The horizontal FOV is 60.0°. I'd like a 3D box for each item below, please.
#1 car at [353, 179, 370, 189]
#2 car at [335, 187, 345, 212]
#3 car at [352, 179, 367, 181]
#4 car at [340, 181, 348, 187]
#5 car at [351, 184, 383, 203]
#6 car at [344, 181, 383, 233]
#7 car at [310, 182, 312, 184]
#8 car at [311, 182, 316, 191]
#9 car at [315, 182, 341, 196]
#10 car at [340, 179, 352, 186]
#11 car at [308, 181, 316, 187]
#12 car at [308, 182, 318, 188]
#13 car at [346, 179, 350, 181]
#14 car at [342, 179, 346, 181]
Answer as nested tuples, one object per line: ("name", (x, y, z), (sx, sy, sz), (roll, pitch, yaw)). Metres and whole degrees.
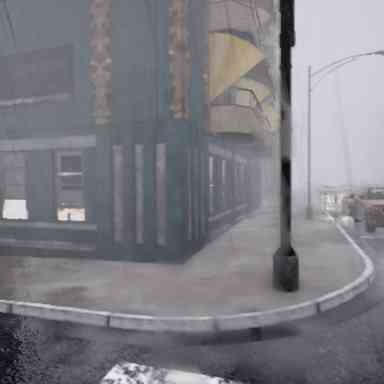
("car", (32.886, -1.560, 64.590), (2.192, 1.841, 5.009), (1, 3, 18))
("car", (9.808, 0.619, 19.390), (1.887, 1.381, 4.507), (1, 3, 18))
("car", (25.330, -0.728, 49.658), (1.837, 1.490, 4.892), (0, 2, 18))
("car", (20.767, -0.425, 45.173), (2.033, 1.411, 5.357), (0, 2, 18))
("car", (16.018, 0.092, 30.206), (2.128, 1.511, 4.902), (0, 2, 18))
("car", (8.132, 0.607, 14.072), (2.192, 1.841, 5.009), (1, 3, 18))
("car", (26.584, -1.562, 72.470), (1.887, 1.381, 4.507), (1, 3, 18))
("car", (19.873, -0.669, 51.239), (1.947, 1.339, 4.313), (1, 3, 18))
("car", (16.519, -0.233, 40.623), (1.947, 1.339, 4.313), (1, 3, 18))
("car", (39.596, -2.430, 85.822), (2.192, 1.841, 5.009), (1, 3, 18))
("car", (29.939, -1.960, 83.088), (1.802, 1.307, 4.206), (1, 3, 18))
("car", (28.261, -1.742, 77.779), (1.802, 1.307, 4.206), (1, 3, 18))
("car", (34.563, -1.778, 69.897), (2.192, 1.841, 5.009), (1, 3, 18))
("car", (37.969, -2.009, 80.684), (1.752, 1.417, 4.829), (1, 3, 18))
